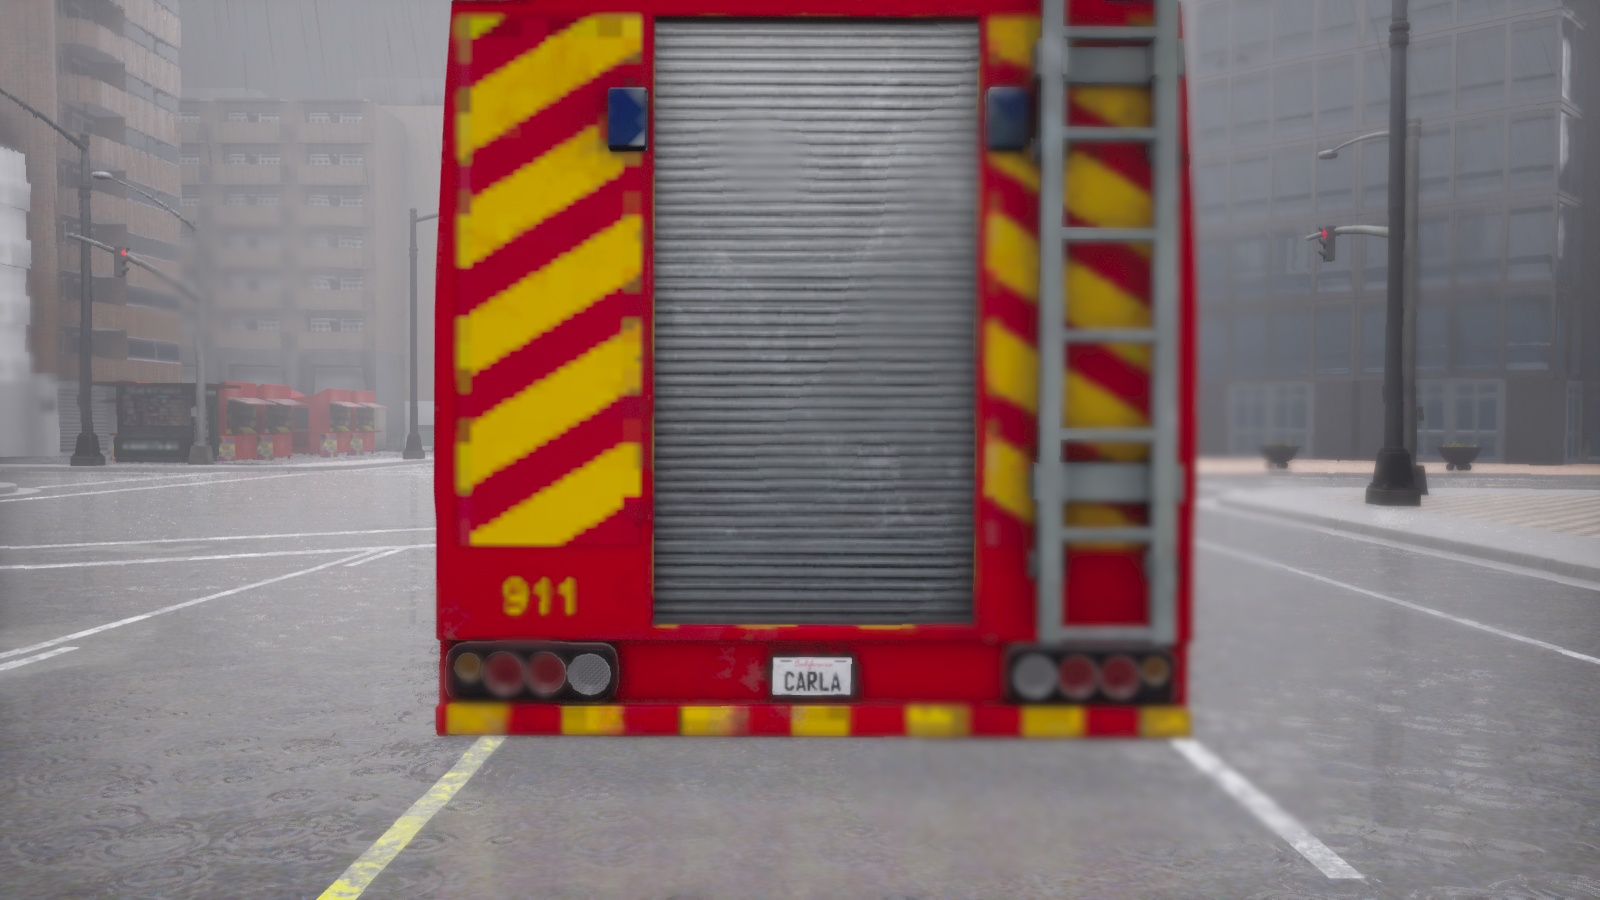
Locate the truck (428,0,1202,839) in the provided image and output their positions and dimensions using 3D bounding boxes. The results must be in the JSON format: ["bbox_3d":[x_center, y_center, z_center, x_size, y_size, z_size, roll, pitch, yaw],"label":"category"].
[{"bbox_3d":[0.056,-0.528,8.951,2.891,3.827,8.468,0,1,0],"label":"truck"}]
